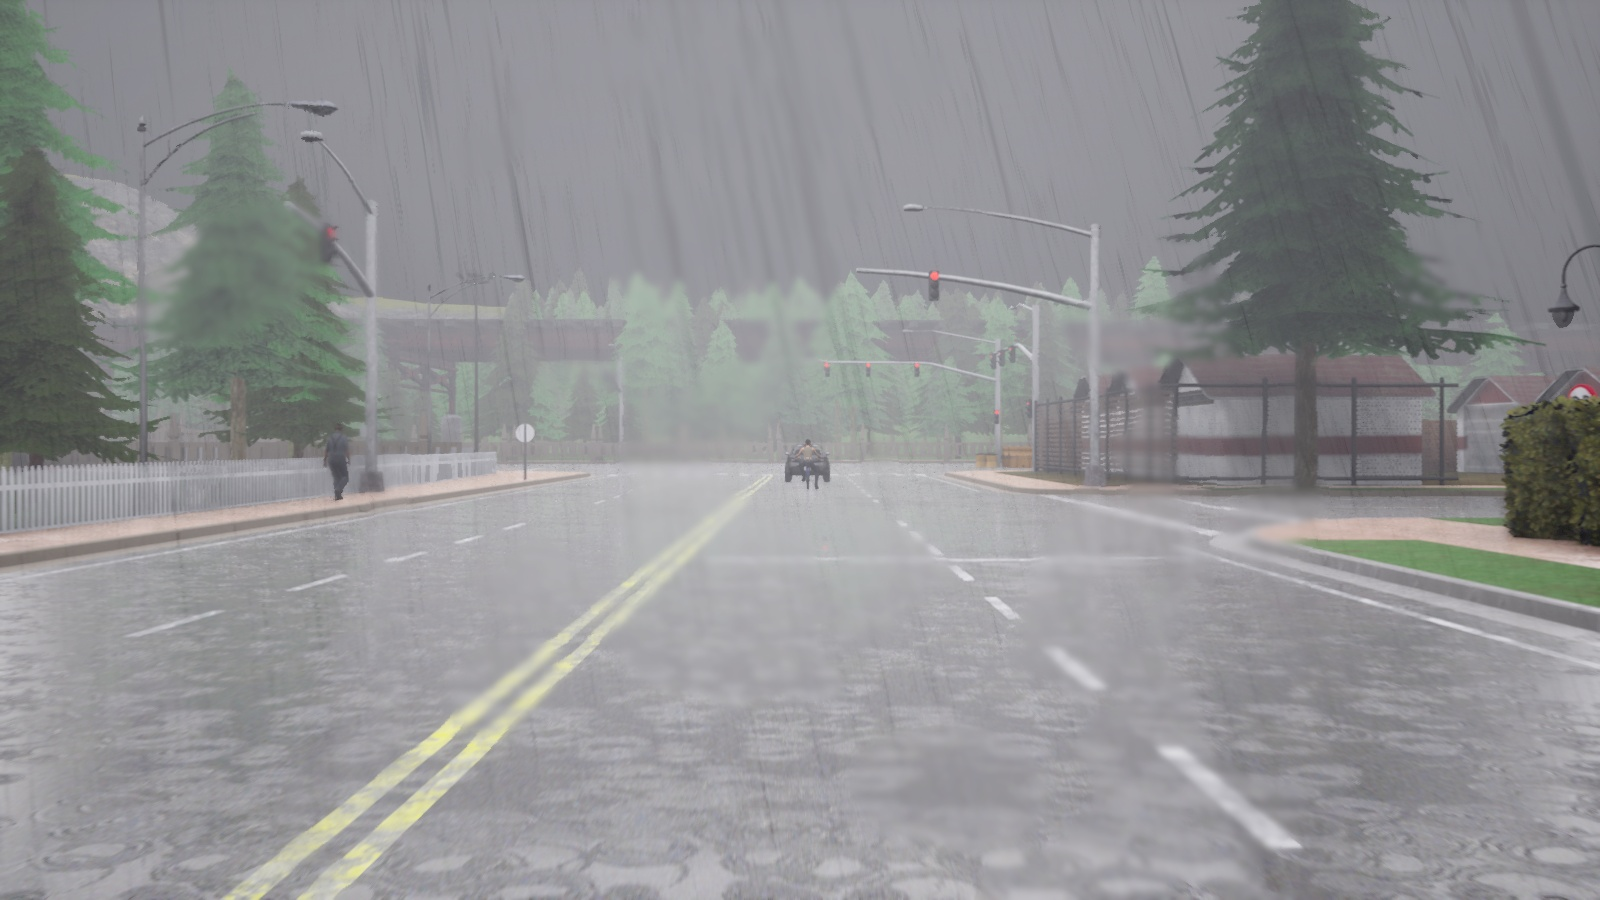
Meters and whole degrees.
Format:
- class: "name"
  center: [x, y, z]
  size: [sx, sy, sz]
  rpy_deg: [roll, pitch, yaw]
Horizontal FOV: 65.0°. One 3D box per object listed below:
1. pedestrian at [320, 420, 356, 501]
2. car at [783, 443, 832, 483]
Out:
- class: "pedestrian"
  center: [-10.708, 0.232, 29.138]
  size: [0.540, 1.848, 0.694]
  rpy_deg: [0, 0, 4]
- class: "car"
  center: [0.293, 0.484, 49.034]
  size: [1.816, 1.474, 4.193]
  rpy_deg: [0, 0, 0]
